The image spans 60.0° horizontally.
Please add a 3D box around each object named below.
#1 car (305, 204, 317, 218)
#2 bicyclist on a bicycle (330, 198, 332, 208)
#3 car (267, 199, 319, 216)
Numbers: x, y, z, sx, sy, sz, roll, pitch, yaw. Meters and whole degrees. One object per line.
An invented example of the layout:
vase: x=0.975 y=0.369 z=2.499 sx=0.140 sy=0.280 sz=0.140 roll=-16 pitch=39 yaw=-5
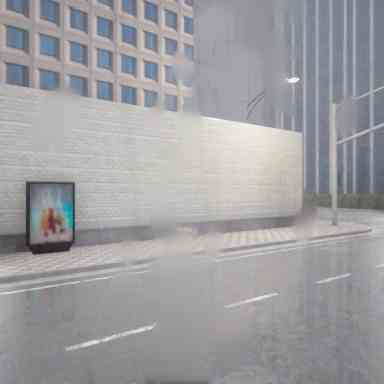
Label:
car: x=9.065 y=1.533 z=30.770 sx=1.882 sy=1.535 sz=5.008 roll=0 pitch=0 yaw=-36
bicyclist on a bicycle: x=18.668 y=1.356 z=43.951 sx=1.656 sy=1.620 sz=0.582 roll=0 pitch=0 yaw=-36
car: x=10.446 y=1.547 z=34.856 sx=2.128 sy=1.511 sz=4.902 roll=0 pitch=0 yaw=-36
